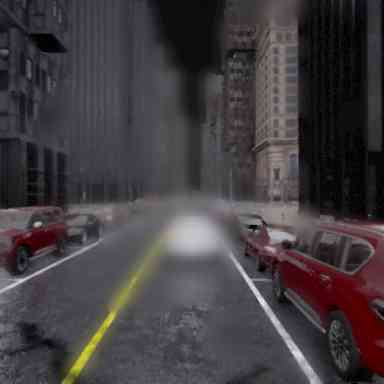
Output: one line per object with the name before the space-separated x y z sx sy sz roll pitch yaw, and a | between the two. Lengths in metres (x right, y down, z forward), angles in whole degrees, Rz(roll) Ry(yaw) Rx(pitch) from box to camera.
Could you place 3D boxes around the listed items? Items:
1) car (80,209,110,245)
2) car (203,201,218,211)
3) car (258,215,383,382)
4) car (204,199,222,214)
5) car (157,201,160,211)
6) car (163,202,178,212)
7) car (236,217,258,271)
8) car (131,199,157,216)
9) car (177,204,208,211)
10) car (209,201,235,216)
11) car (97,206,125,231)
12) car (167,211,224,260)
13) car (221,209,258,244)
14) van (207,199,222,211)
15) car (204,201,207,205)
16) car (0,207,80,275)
car | -5.769 1.767 16.679 1.947 1.339 4.313 0 -1 0
car | 2.749 2.157 50.293 2.008 1.369 4.403 0 -1 0
car | 2.757 1.382 5.485 2.192 1.841 5.009 0 -1 0
car | 2.749 1.854 44.694 2.192 1.841 5.009 0 -1 0
car | -5.775 2.062 44.519 1.752 1.417 4.829 0 -1 0
car | -3.059 2.154 48.905 1.994 1.385 4.181 0 -1 0
car | 2.757 1.716 11.083 1.802 1.307 4.206 0 -1 0
car | -5.775 1.786 39.090 2.192 1.841 5.009 0 -1 0
car | 0.034 1.923 26.712 1.895 1.301 4.718 0 -1 1
car | 2.753 1.776 27.888 1.967 1.590 4.097 0 -1 0
car | -5.771 1.709 22.282 1.967 1.590 4.097 0 -1 0
car | 0.048 1.683 13.016 1.812 1.442 4.674 0 0 0
car | 2.756 1.767 16.684 1.947 1.339 4.313 0 -1 0
van | 2.752 1.745 33.491 1.690 1.788 3.998 0 -1 0
car | 2.751 1.911 39.091 1.967 1.590 4.097 0 -1 0
car | -5.769 1.449 11.081 2.192 1.841 5.009 0 -1 0
